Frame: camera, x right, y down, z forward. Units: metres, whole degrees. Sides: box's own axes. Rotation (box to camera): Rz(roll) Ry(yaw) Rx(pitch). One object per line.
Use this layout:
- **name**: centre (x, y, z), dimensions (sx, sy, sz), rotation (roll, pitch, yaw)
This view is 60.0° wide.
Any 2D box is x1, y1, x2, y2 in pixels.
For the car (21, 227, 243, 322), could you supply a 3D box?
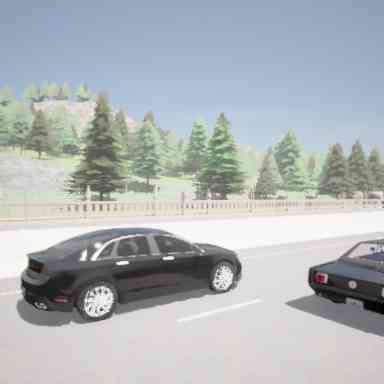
- **car**: centre (-1.010, 1.533, 7.326), dimensions (4.892, 1.490, 1.837), rotation (1, 0, -36)

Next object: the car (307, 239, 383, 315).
- **car**: centre (4.637, 1.667, 7.056), dimensions (4.718, 1.301, 1.895), rotation (1, 0, -36)
